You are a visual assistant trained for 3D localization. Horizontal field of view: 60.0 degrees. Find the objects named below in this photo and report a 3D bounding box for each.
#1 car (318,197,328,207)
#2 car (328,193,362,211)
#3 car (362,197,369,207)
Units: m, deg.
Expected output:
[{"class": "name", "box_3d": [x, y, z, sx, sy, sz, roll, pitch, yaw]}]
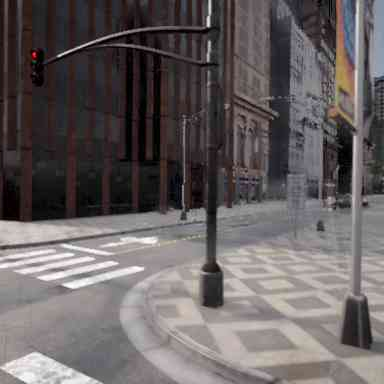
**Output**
[{"class": "car", "box_3d": [18.824, 1.424, 45.759, 1.812, 1.442, 4.674, 1, 1, 35]}, {"class": "car", "box_3d": [18.552, 1.172, 40.049, 2.150, 2.045, 5.566, 1, 1, 36]}, {"class": "car", "box_3d": [24.627, 1.451, 48.816, 1.812, 1.442, 4.674, 1, 1, 35]}]
